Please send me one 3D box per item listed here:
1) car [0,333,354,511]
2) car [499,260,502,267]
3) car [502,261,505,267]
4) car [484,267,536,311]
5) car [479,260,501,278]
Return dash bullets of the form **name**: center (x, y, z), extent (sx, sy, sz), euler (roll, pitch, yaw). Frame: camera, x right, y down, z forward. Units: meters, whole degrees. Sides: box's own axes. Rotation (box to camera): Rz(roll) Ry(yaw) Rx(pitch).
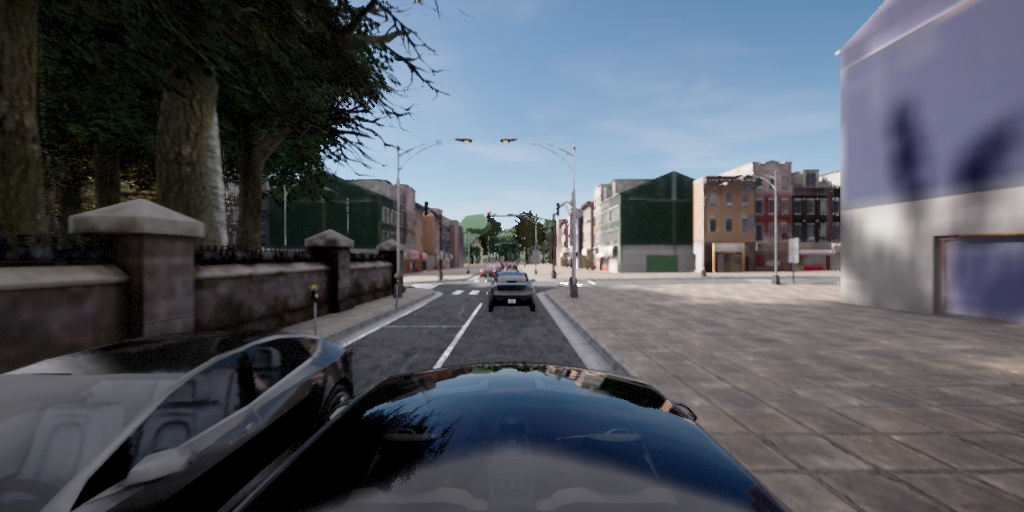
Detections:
- **car**: center (-2.638, 1.323, 2.429), extent (1.948, 1.339, 4.313), euler (0, 0, 0)
- **car**: center (-2.643, 1.663, 46.180), extent (1.967, 1.591, 4.097), euler (0, 0, 0)
- **car**: center (-2.644, 1.960, 62.483), extent (1.888, 1.381, 4.507), euler (0, 0, 0)
- **car**: center (-0.027, 1.393, 15.359), extent (1.837, 1.490, 4.892), euler (0, 0, -1)
- **car**: center (-2.642, 1.602, 40.746), extent (1.967, 1.591, 4.097), euler (0, 0, 0)
